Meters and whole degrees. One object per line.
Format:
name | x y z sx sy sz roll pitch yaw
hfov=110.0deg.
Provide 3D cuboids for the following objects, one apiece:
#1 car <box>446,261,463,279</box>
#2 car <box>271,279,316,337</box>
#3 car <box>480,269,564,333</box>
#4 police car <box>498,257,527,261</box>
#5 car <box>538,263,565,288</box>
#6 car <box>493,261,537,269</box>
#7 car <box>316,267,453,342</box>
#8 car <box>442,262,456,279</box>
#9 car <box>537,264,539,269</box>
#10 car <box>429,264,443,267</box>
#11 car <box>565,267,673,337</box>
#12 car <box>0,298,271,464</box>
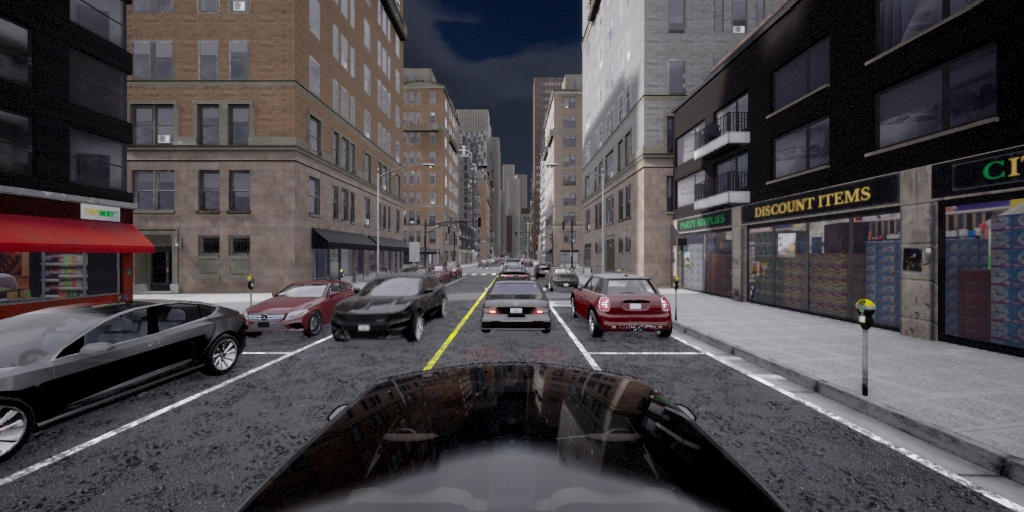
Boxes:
car | -5.620 1.193 32.268 1.967 1.591 4.097 0 0 0
car | -5.657 1.332 10.263 1.802 1.307 4.207 0 0 0
car | 0.110 1.297 10.719 2.033 1.411 5.357 0 0 0
police car | 0.046 1.178 31.261 1.930 1.638 5.238 0 0 0
car | 2.887 1.301 21.251 2.007 1.370 4.403 0 0 0
car | 0.129 1.242 21.242 2.128 1.511 4.902 0 0 0
car | -3.088 1.227 9.968 1.882 1.535 5.008 0 0 0
car | -5.630 1.334 26.767 1.802 1.307 4.207 0 0 0
car | 2.905 1.319 32.253 1.948 1.339 4.313 0 0 0
car | -5.638 1.317 21.265 1.948 1.339 4.313 0 0 0
car | 2.868 1.190 10.248 1.967 1.591 4.097 0 0 0
car | -5.667 1.315 4.762 1.948 1.339 4.313 0 0 0
